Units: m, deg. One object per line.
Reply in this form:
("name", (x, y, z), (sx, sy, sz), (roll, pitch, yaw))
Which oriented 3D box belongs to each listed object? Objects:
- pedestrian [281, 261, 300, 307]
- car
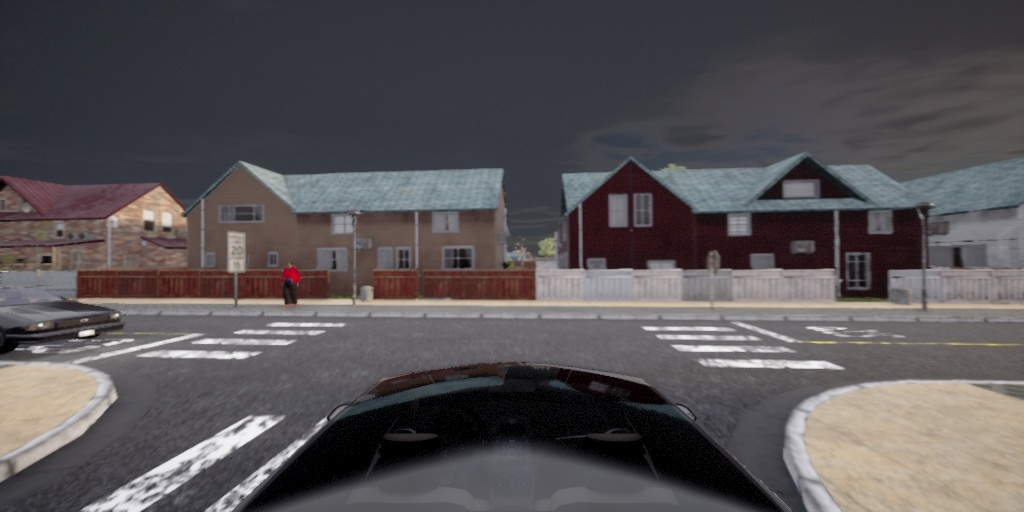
("pedestrian", (-8.728, 1.077, 14.161), (0.375, 1.860, 0.375), (-1, -1, 4))
("car", (-12.607, 1.425, 8.586), (5.357, 1.411, 2.033), (0, -1, 4))
